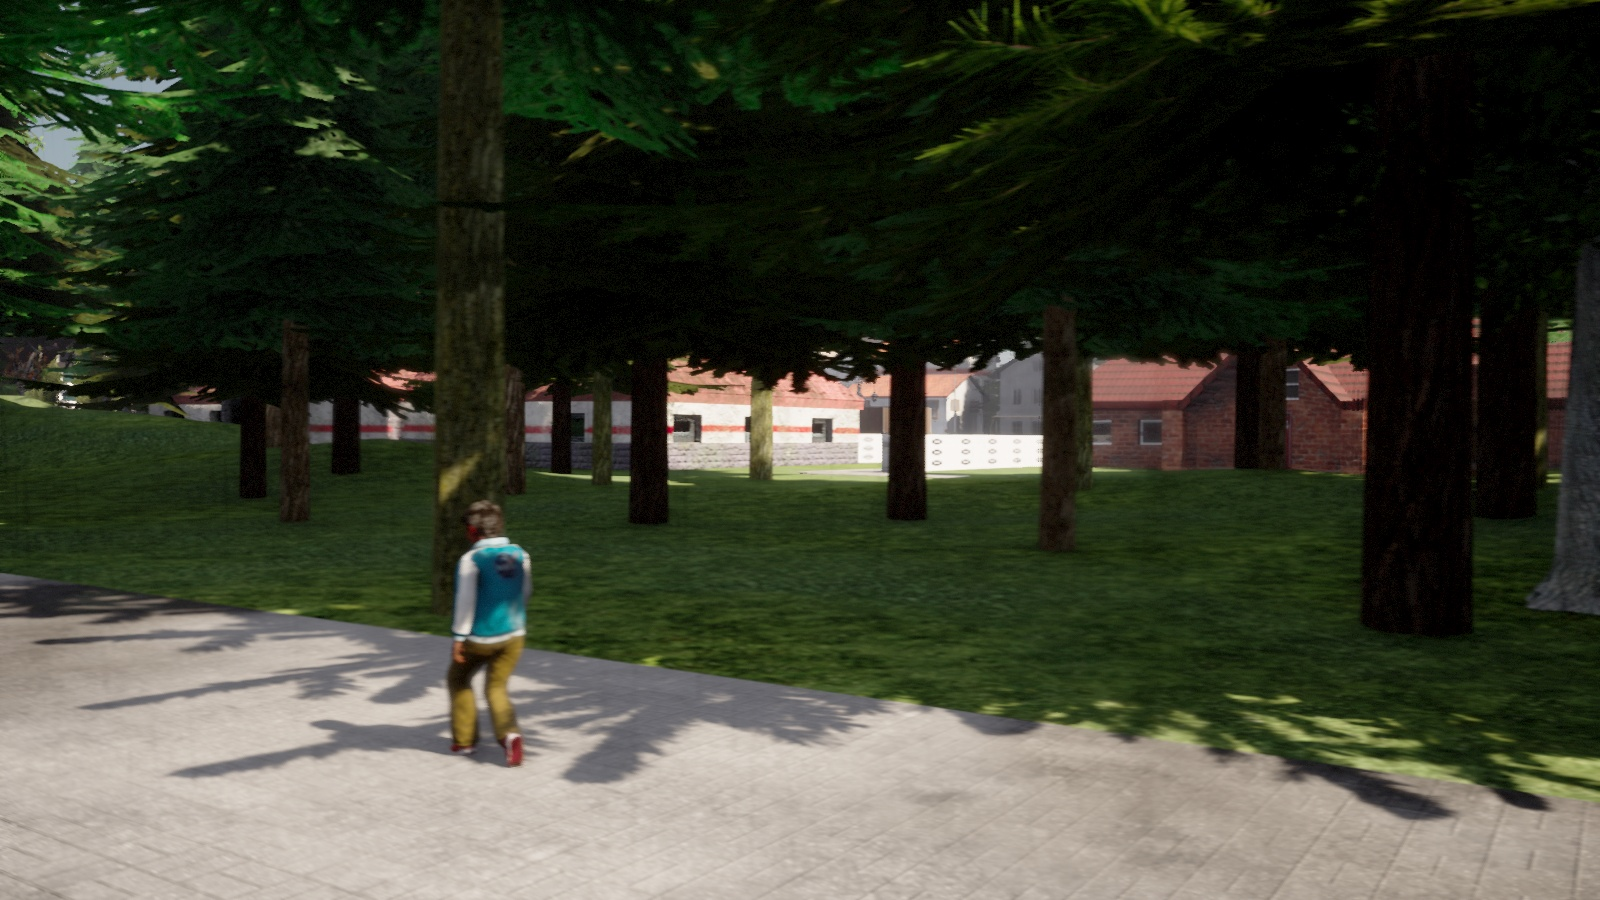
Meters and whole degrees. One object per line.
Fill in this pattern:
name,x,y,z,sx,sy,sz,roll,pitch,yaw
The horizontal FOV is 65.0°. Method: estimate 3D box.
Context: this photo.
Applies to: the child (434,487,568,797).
child,-1.241,0.761,5.203,0.343,1.192,0.448,-1,1,-44
